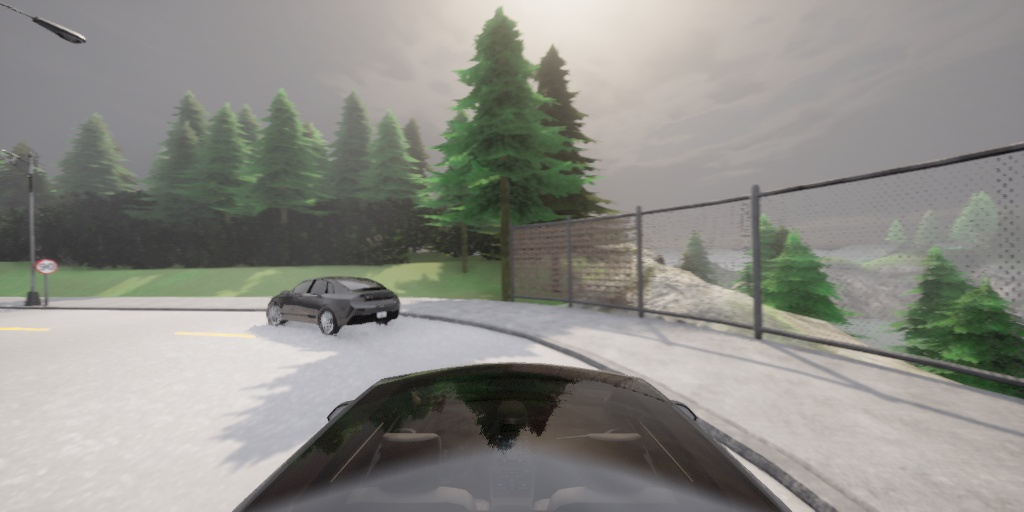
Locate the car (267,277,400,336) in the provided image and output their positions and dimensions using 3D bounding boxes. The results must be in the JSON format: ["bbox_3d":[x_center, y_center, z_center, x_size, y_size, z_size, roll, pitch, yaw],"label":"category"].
[{"bbox_3d":[-5.520,1.376,10.918,4.892,1.490,1.837,-1,-2,33],"label":"car"}]
